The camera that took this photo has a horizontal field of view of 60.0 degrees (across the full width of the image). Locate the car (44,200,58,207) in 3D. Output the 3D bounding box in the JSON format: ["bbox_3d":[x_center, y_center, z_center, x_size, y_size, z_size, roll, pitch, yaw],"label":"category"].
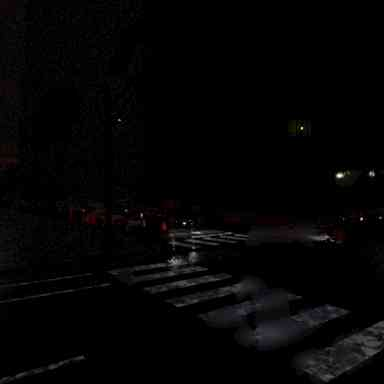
[{"bbox_3d":[-31.735,2.594,74.929,1.947,1.339,4.313,-1,0,-35],"label":"car"}]

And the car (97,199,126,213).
[{"bbox_3d":[-11.191,1.874,46.051,2.192,1.841,5.009,-1,0,-35],"label":"car"}]

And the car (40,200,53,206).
[{"bbox_3d":[-34.749,2.660,79.170,1.947,1.339,4.313,-1,0,-35],"label":"car"}]

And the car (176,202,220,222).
[{"bbox_3d":[0.581,1.828,29.450,1.887,1.381,4.507,-1,0,-35],"label":"car"}]

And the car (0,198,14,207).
[{"bbox_3d":[-41.294,2.666,73.662,1.887,1.381,4.507,-1,0,-35],"label":"car"}]

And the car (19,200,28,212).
[{"bbox_3d":[-23.358,2.156,48.416,1.967,1.590,4.097,-1,0,-35],"label":"car"}]

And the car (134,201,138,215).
[{"bbox_3d":[-5.302,2.003,37.751,1.802,1.307,4.206,-1,0,-35],"label":"car"}]

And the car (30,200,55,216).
[{"bbox_3d":[-17.702,1.900,40.451,2.192,1.841,5.009,-1,0,-35],"label":"car"}]

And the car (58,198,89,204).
[{"bbox_3d":[-13.760,1.754,39.544,2.150,2.045,5.566,0,-1,-35],"label":"car"}]

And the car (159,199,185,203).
[{"bbox_3d":[-2.366,1.667,33.601,2.192,1.841,5.009,-1,0,-35],"label":"car"}]

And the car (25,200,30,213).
[{"bbox_3d":[-20.527,2.196,44.434,1.887,1.381,4.507,-1,0,-35],"label":"car"}]

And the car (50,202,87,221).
[{"bbox_3d":[-12.036,2.004,32.485,2.008,1.369,4.403,-1,0,-35],"label":"car"}]

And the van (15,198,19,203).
[{"bbox_3d":[-26.191,2.122,52.399,1.690,1.788,3.998,-1,0,-35],"label":"van"}]

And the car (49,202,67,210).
[{"bbox_3d":[-23.865,2.414,59.275,1.895,1.301,4.718,0,-1,-35],"label":"car"}]

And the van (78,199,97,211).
[{"bbox_3d":[-17.074,2.037,54.352,1.690,1.788,3.998,-1,0,-35],"label":"van"}]

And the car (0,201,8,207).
[{"bbox_3d":[-44.407,2.771,78.045,1.802,1.307,4.206,-1,0,-35],"label":"car"}]

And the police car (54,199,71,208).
[{"bbox_3d":[-25.460,2.306,65.428,1.930,1.638,5.238,0,-1,-35],"label":"police car"}]

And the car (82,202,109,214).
[{"bbox_3d":[-12.657,2.056,43.497,1.837,1.490,4.892,0,-1,-35],"label":"car"}]

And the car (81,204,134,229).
[{"bbox_3d":[-6.279,1.843,24.381,1.752,1.417,4.829,-1,0,-35],"label":"car"}]

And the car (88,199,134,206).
[{"bbox_3d":[-7.605,1.740,30.866,2.097,1.767,4.553,0,-1,-35],"label":"car"}]

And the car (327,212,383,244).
[{"bbox_3d":[8.078,1.561,14.332,1.994,1.385,4.181,0,0,-35],"label":"car"}]

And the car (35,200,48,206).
[{"bbox_3d":[-37.762,2.709,83.411,2.008,1.369,4.403,-1,0,-35],"label":"car"}]

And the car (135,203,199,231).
[{"bbox_3d":[-1.850,1.758,22.803,1.837,1.490,4.892,0,-1,-35],"label":"car"}]
